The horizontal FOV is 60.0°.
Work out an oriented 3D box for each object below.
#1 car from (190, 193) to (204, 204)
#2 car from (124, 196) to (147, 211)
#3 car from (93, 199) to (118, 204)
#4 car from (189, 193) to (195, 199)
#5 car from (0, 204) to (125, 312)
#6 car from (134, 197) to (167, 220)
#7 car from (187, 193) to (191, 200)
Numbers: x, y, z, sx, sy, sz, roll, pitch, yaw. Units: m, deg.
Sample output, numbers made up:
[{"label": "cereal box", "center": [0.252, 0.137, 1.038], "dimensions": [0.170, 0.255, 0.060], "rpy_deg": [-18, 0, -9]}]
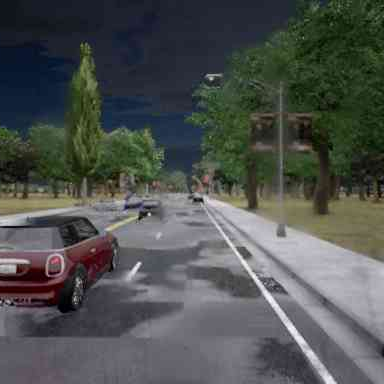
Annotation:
[{"label": "car", "center": [1.126, 1.261, 60.134], "dimensions": [1.882, 1.535, 5.008], "rpy_deg": [0, 0, 0]}, {"label": "car", "center": [-6.598, 1.338, 38.410], "dimensions": [1.882, 1.535, 5.008], "rpy_deg": [0, 0, 0]}, {"label": "car", "center": [-9.850, 1.463, 37.788], "dimensions": [1.895, 1.301, 4.718], "rpy_deg": [0, 0, 0]}, {"label": "car", "center": [-0.019, 1.129, 94.597], "dimensions": [1.812, 1.442, 4.674], "rpy_deg": [0, 0, 0]}, {"label": "car", "center": [-3.151, 1.323, 7.798], "dimensions": [2.097, 1.767, 4.553], "rpy_deg": [0, 0, 0]}, {"label": "car", "center": [-3.154, 1.407, 27.026], "dimensions": [1.837, 1.490, 4.892], "rpy_deg": [0, 0, 0]}, {"label": "car", "center": [-0.016, 1.146, 79.170], "dimensions": [1.837, 1.490, 4.892], "rpy_deg": [0, 0, 0]}]
